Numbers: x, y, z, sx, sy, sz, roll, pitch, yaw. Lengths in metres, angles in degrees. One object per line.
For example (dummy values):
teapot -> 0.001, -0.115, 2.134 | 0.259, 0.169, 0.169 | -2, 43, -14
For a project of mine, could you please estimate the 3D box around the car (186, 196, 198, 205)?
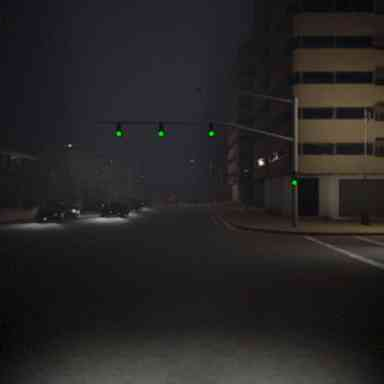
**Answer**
car -> 0.007, 1.579, 59.894 | 1.994, 1.385, 4.181 | 0, 0, 0

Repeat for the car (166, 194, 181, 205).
car -> -3.493, 1.506, 58.514 | 2.128, 1.511, 4.902 | 0, 0, 0

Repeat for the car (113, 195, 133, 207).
car -> -10.530, 1.364, 51.084 | 2.097, 1.767, 4.553 | 0, 0, 0

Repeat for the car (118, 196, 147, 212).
car -> -7.061, 1.501, 39.691 | 2.128, 1.511, 4.902 | 0, 0, 0

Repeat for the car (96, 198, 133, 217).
car -> -7.073, 1.572, 30.890 | 1.994, 1.385, 4.181 | 0, 0, 0

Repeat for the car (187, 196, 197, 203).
car -> 0.008, 1.559, 68.193 | 1.994, 1.385, 4.181 | 0, 0, 0

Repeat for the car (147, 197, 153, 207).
car -> -7.052, 1.504, 49.849 | 2.128, 1.511, 4.902 | 0, 0, 0

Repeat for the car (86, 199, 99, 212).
car -> -10.576, 1.487, 36.481 | 1.882, 1.535, 5.008 | 0, 0, 0

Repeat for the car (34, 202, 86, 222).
car -> -10.585, 1.554, 26.657 | 2.033, 1.411, 5.357 | 0, 0, 0
